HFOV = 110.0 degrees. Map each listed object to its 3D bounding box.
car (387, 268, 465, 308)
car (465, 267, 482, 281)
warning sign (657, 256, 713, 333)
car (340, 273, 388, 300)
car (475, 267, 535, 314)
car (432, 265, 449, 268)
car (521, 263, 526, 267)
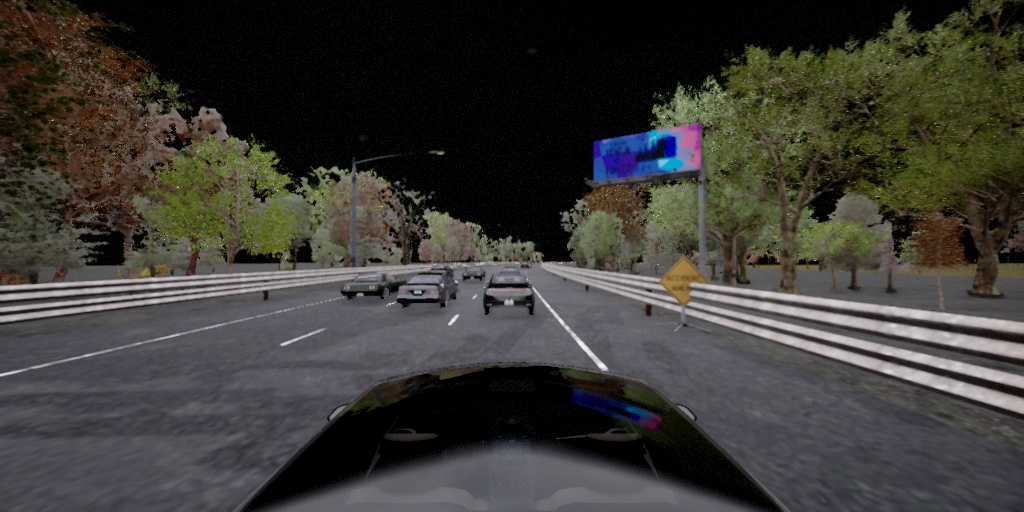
[{"bbox_3d":[-3.622,1.459,16.221,2.033,1.411,5.357,0,-1,0],"label":"car"},{"bbox_3d":[-3.549,1.715,34.573,1.895,1.301,4.718,0,-1,1],"label":"car"},{"bbox_3d":[4.418,0.939,9.248,1.300,1.860,1.060,0,0,-1],"label":"warning sign"},{"bbox_3d":[-7.131,1.548,19.045,1.895,1.301,4.718,0,-1,0],"label":"car"},{"bbox_3d":[-0.112,1.379,14.460,2.128,1.511,4.902,0,-1,0],"label":"car"},{"bbox_3d":[-7.025,1.626,35.919,2.128,1.511,4.902,0,-1,1],"label":"car"},{"bbox_3d":[-0.102,1.618,31.155,2.033,1.411,5.357,0,-1,1],"label":"car"}]
